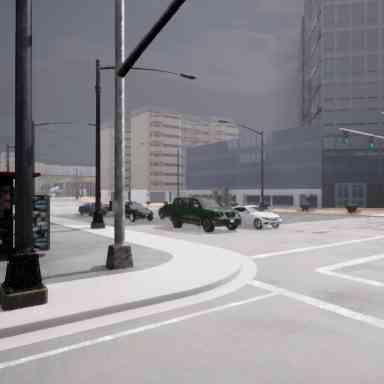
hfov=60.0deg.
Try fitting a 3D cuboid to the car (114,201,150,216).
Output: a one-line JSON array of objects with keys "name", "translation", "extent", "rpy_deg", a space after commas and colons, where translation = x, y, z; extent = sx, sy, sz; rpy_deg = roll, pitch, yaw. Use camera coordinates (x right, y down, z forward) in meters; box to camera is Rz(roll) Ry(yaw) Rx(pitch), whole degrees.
[{"name": "car", "translation": [-6.873, 1.841, 37.649], "extent": [2.128, 1.511, 4.902], "rpy_deg": [0, -1, -36]}]

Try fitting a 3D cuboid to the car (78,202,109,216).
[{"name": "car", "translation": [-11.381, 1.939, 37.903], "extent": [2.033, 1.411, 5.357], "rpy_deg": [0, -1, -36]}]

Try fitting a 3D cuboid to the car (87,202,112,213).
[{"name": "car", "translation": [-12.706, 2.060, 45.741], "extent": [1.994, 1.385, 4.181], "rpy_deg": [0, -1, -35]}]

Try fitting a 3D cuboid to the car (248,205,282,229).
[{"name": "car", "translation": [3.940, 1.635, 22.720], "extent": [1.812, 1.442, 4.674], "rpy_deg": [0, -1, -35]}]

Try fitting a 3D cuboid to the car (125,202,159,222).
[{"name": "car", "translation": [-5.135, 1.741, 29.287], "extent": [1.837, 1.490, 4.892], "rpy_deg": [0, -1, -36]}]

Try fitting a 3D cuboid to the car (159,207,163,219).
[{"name": "car", "translation": [-1.360, 1.740, 30.107], "extent": [1.812, 1.442, 4.674], "rpy_deg": [0, -1, -36]}]

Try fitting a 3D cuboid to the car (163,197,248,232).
[{"name": "car", "translation": [0.673, 1.335, 21.289], "extent": [2.150, 2.045, 5.566], "rpy_deg": [0, -1, -36]}]
